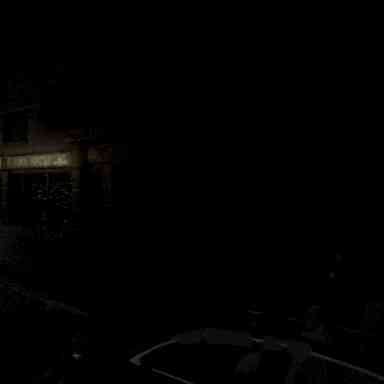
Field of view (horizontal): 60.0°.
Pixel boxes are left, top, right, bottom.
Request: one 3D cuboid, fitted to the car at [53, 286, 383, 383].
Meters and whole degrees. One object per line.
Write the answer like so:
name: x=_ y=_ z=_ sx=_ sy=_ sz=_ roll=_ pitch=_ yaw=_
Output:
car: x=0.669 y=1.505 z=2.628 sx=4.403 sy=1.369 sz=2.008 roll=1 pitch=2 yaw=35
